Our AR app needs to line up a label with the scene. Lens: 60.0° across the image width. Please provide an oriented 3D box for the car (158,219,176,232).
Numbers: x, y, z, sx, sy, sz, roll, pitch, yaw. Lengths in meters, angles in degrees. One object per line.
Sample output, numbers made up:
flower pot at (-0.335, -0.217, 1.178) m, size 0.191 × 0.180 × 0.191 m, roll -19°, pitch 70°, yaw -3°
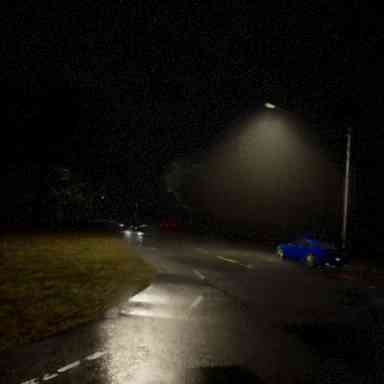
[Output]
car at (-4.187, 5.669, 56.632) m, size 2.150 × 2.045 × 5.566 m, roll 7°, pitch -6°, yaw -17°

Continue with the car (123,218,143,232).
car at (-7.777, 4.501, 44.591) m, size 1.837 × 1.490 × 4.892 m, roll 7°, pitch -5°, yaw -17°

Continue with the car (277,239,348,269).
car at (7.064, 3.590, 20.071) m, size 1.882 × 1.535 × 5.008 m, roll 7°, pitch -6°, yaw -17°
